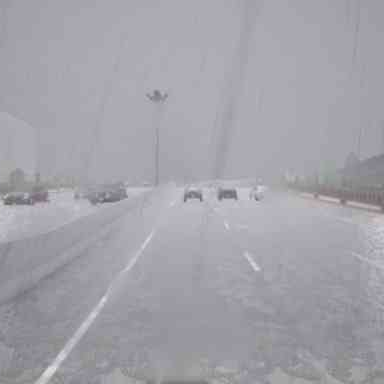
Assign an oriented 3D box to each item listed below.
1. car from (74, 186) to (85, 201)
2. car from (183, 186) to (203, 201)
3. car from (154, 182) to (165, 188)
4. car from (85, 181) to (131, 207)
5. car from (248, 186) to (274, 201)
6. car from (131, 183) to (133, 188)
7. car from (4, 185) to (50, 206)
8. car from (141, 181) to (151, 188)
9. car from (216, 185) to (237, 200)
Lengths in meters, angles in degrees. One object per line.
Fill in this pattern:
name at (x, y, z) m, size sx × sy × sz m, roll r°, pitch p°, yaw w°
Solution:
car at (-10.562, 0.080, 34.144) m, size 2.128 × 1.511 × 4.902 m, roll 0°, pitch 3°, yaw 0°
car at (0.120, 0.106, 34.323) m, size 1.812 × 1.442 × 4.674 m, roll 0°, pitch 3°, yaw 0°
car at (-6.944, -1.539, 70.884) m, size 1.895 × 1.301 × 4.718 m, roll 0°, pitch 1°, yaw 0°
car at (-7.074, 0.082, 28.750) m, size 2.150 × 2.045 × 5.566 m, roll 0°, pitch 3°, yaw 0°
car at (7.119, 0.123, 33.997) m, size 1.812 × 1.442 × 4.674 m, roll 0°, pitch 3°, yaw 0°
car at (-13.944, -1.657, 70.917) m, size 1.882 × 1.535 × 5.008 m, roll 0°, pitch 1°, yaw 0°
car at (-14.072, 0.225, 28.556) m, size 2.097 × 1.767 × 4.553 m, roll 0°, pitch 3°, yaw 0°
car at (-10.440, -1.765, 75.632) m, size 1.882 × 1.535 × 5.008 m, roll 0°, pitch 1°, yaw 0°
car at (3.622, 0.012, 35.238) m, size 1.882 × 1.535 × 5.008 m, roll 0°, pitch 3°, yaw 0°
